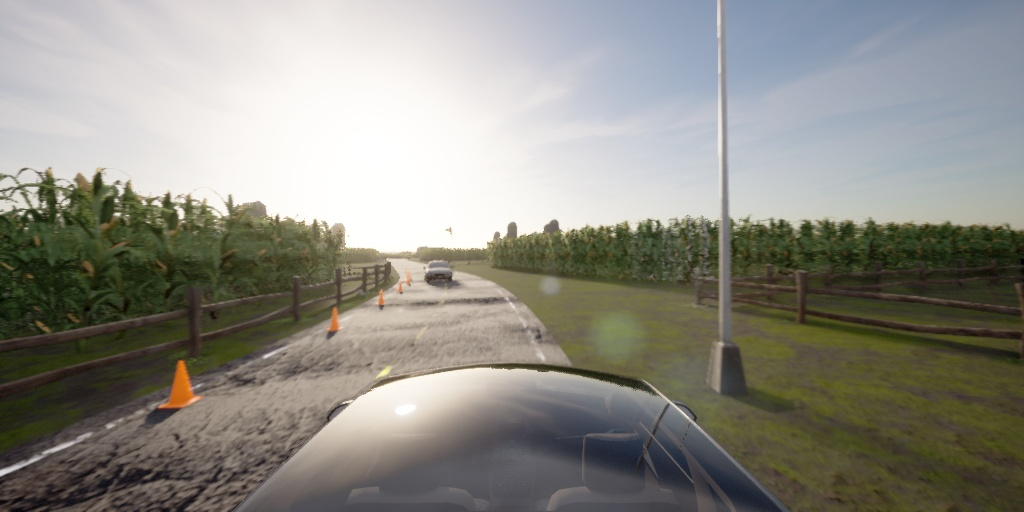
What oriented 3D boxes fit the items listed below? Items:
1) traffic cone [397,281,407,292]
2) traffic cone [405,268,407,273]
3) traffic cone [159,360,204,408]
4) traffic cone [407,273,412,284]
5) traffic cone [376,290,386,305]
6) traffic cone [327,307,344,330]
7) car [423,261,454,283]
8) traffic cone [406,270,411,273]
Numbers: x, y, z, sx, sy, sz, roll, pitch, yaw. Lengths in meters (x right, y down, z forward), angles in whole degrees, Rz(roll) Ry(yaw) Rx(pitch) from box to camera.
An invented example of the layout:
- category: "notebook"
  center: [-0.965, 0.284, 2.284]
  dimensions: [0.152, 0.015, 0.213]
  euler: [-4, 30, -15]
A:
- category: "traffic cone"
  center: [-6.087, 1.644, 19.555]
  dimensions: [0.340, 0.580, 0.340]
  euler: [0, 0, -10]
- category: "traffic cone"
  center: [-9.674, 1.568, 33.733]
  dimensions: [0.340, 0.580, 0.340]
  euler: [0, 0, -18]
- category: "traffic cone"
  center: [-4.606, 1.753, 5.005]
  dimensions: [0.340, 0.580, 0.340]
  euler: [0, 0, -2]
- category: "traffic cone"
  center: [-7.052, 1.614, 24.337]
  dimensions: [0.340, 0.580, 0.340]
  euler: [0, 0, -13]
- category: "traffic cone"
  center: [-5.357, 1.676, 14.731]
  dimensions: [0.340, 0.580, 0.340]
  euler: [0, 0, -7]
- category: "traffic cone"
  center: [-4.863, 1.712, 9.876]
  dimensions: [0.340, 0.580, 0.340]
  euler: [0, 0, -4]
- category: "car"
  center: [-5.401, 1.115, 26.315]
  dimensions: [1.837, 1.490, 4.892]
  euler: [-1, 1, -14]
- category: "traffic cone"
  center: [-8.248, 1.589, 29.066]
  dimensions: [0.340, 0.580, 0.340]
  euler: [0, 0, -16]
